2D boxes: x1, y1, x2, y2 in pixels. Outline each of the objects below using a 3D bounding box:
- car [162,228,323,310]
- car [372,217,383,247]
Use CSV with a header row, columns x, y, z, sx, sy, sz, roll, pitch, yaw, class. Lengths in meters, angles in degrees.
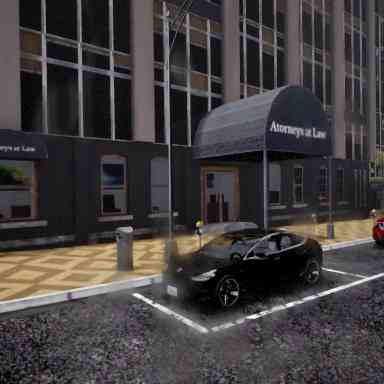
x,y,z,sx,sy,sz,roll,pitch,yaw,class
1.348,1.564,7.830,4.313,1.339,1.947,0,-1,-37,car
9.620,1.310,14.038,5.009,1.841,2.192,0,-1,-37,car
